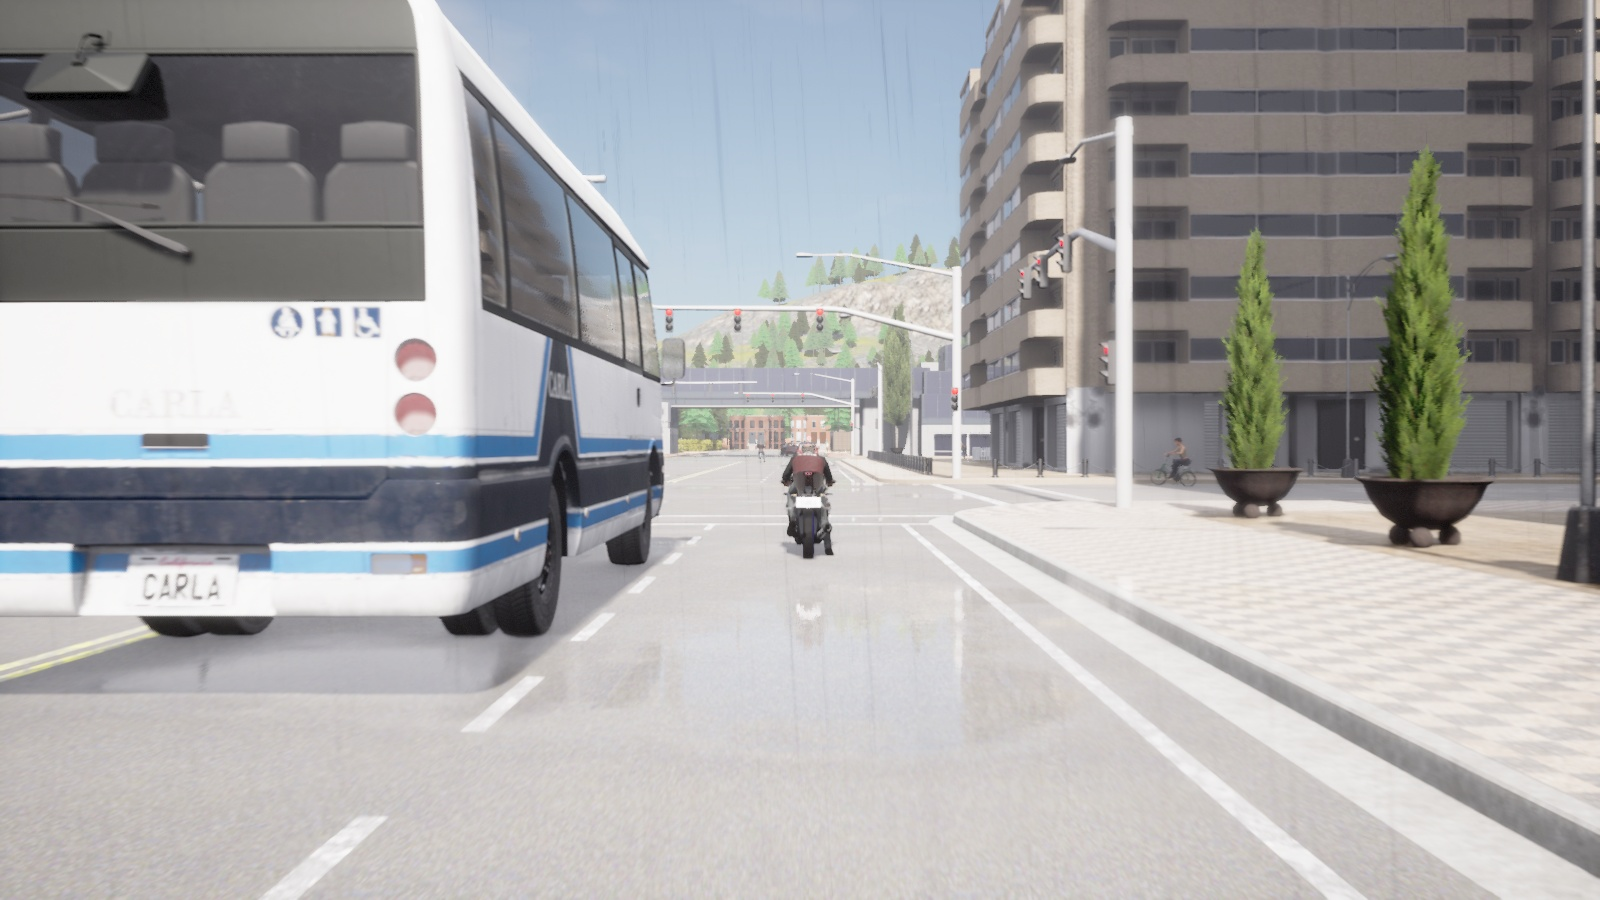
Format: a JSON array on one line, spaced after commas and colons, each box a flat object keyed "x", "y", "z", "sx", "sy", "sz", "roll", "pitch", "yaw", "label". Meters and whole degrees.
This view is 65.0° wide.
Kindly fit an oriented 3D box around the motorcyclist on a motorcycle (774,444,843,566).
[{"x": 0.111, "y": 0.686, "z": 16.924, "sx": 0.866, "sy": 1.530, "sz": 2.191, "roll": 0, "pitch": 0, "yaw": 0, "label": "motorcyclist on a motorcycle"}]

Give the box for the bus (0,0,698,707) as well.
[{"x": -3.414, "y": -0.702, "z": 12.248, "sx": 3.944, "sy": 4.253, "sz": 10.273, "roll": 0, "pitch": 0, "yaw": 0, "label": "bus"}]

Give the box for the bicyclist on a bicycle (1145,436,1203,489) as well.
[{"x": 12.144, "y": 0.404, "z": 40.807, "sx": 1.509, "sy": 1.612, "sz": 0.866, "roll": 3, "pitch": 0, "yaw": 0, "label": "bicyclist on a bicycle"}]
